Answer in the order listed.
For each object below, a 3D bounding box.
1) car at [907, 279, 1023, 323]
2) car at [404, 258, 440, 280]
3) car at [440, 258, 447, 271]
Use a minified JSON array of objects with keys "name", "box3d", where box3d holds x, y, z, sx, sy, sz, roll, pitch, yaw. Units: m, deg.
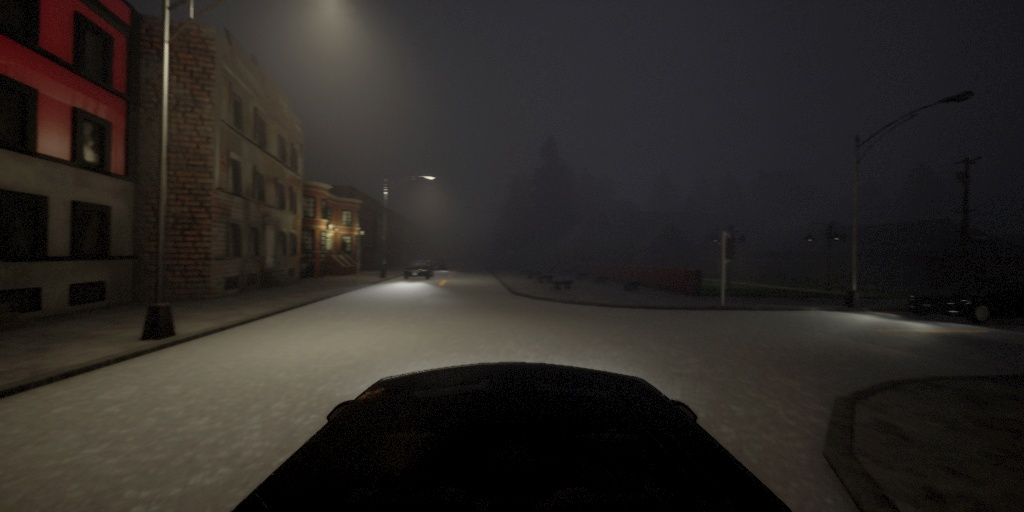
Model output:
[{"name":"car","box3d":[17.899,1.617,13.584,5.008,1.535,1.882,1,0,-6]},{"name":"car","box3d":[-7.251,1.017,28.308,2.128,1.511,4.902,1,0,-6]},{"name":"car","box3d":[-8.865,0.986,43.142,1.812,1.442,4.674,1,0,-6]}]
